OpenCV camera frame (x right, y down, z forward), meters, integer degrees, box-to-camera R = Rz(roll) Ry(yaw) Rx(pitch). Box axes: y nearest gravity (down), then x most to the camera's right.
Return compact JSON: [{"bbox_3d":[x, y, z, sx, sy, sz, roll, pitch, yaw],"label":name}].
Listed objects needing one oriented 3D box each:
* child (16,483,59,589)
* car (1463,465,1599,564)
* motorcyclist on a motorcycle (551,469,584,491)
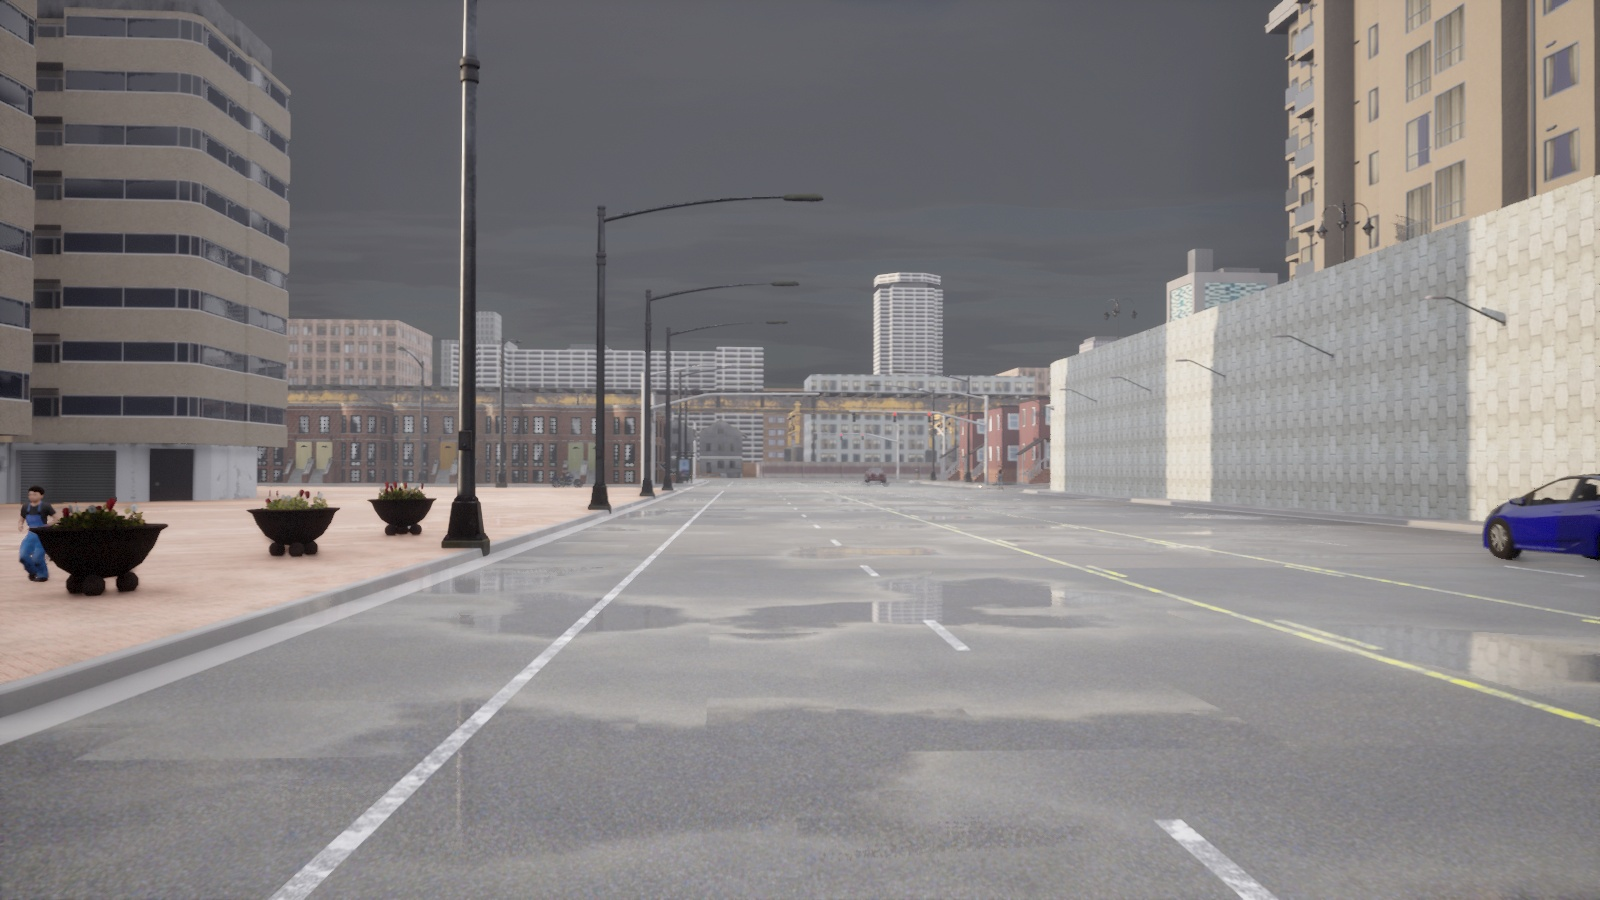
[{"bbox_3d":[-9.328,1.041,15.368,0.270,1.263,0.437,0,-1,-1],"label":"child"},{"bbox_3d":[13.249,1.010,20.771,2.007,1.525,4.514,0,-1,-2],"label":"car"},{"bbox_3d":[-17.505,2.228,94.412,2.350,1.649,0.766,0,-1,-3],"label":"motorcyclist on a motorcycle"}]
